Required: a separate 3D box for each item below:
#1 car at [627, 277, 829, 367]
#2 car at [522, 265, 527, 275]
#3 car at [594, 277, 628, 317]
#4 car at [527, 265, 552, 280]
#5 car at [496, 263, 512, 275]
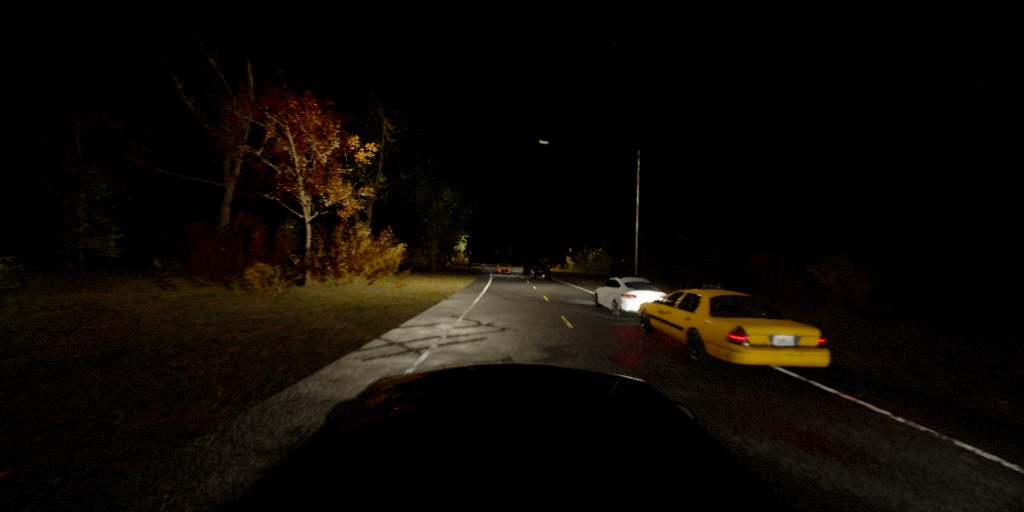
[{"bbox_3d":[4.579,1.417,8.559,1.801,1.575,5.366,2,-1,1],"label":"car"},{"bbox_3d":[2.465,1.886,49.018,1.812,1.442,4.674,2,0,-4],"label":"car"},{"bbox_3d":[4.621,1.553,14.402,1.812,1.442,4.674,1,-1,0],"label":"car"},{"bbox_3d":[3.084,1.768,38.515,1.837,1.490,4.892,2,0,-2],"label":"car"},{"bbox_3d":[-1.141,1.740,49.529,1.882,1.535,5.008,2,-1,-4],"label":"car"}]
